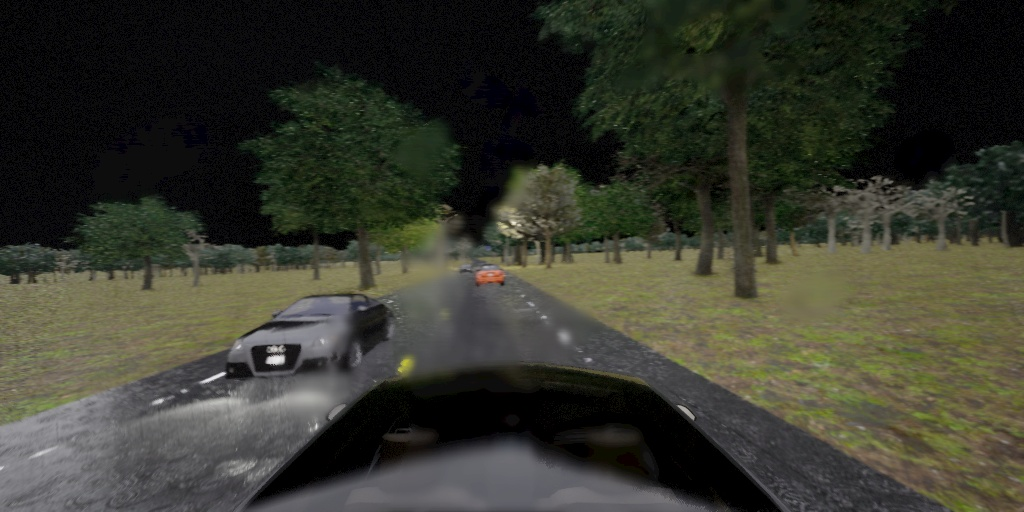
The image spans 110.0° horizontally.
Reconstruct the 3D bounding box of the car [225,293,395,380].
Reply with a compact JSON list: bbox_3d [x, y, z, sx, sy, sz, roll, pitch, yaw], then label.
[{"bbox_3d":[-4.003,1.536,7.868,1.994,1.385,4.181,-2,0,-4],"label":"car"}]

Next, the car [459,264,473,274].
[{"bbox_3d":[-7.315,2.052,57.691,1.837,1.490,4.892,-2,-1,-4],"label":"car"}]

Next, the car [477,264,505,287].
[{"bbox_3d":[-1.750,1.420,28.799,2.097,1.767,4.553,-2,0,-4],"label":"car"}]
